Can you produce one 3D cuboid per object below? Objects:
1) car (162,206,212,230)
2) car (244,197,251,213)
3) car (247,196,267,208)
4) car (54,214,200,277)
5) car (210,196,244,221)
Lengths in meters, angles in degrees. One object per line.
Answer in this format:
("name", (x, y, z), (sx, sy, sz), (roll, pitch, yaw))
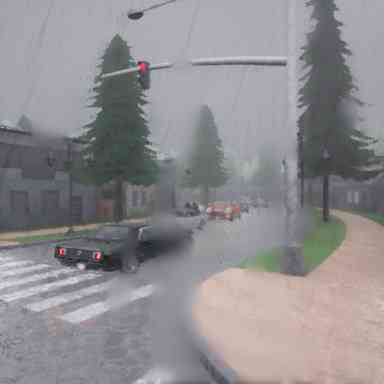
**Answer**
("car", (-0.869, 1.625, 18.983), (1.895, 1.301, 4.718), (0, 0, 28))
("car", (5.209, 1.608, 36.763), (1.994, 1.385, 4.181), (0, 0, 10))
("car", (9.808, 1.622, 49.358), (1.994, 1.385, 4.181), (0, 0, 0))
("car", (-1.756, 1.609, 10.441), (1.895, 1.301, 4.718), (0, 0, 29))
("car", (2.624, 1.384, 27.196), (2.097, 1.767, 4.553), (0, 0, 19))
